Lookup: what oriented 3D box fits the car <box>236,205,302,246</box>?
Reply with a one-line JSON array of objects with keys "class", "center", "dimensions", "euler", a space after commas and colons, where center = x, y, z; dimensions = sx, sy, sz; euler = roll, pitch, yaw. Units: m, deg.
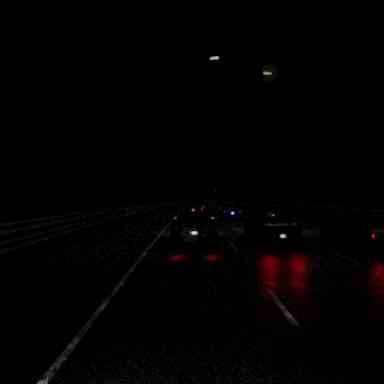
[{"class": "car", "center": [3.591, 1.546, 15.515], "dimensions": [2.128, 1.511, 4.902], "euler": [0, -1, 0]}]

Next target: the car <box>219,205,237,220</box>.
[{"class": "car", "center": [3.589, 1.910, 31.449], "dimensions": [1.994, 1.385, 4.181], "euler": [0, -1, 0]}]

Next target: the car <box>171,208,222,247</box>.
[{"class": "car", "center": [0.090, 1.615, 15.140], "dimensions": [1.994, 1.385, 4.181], "euler": [0, -1, 0]}]

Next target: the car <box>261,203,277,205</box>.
[{"class": "car", "center": [7.089, 1.840, 31.047], "dimensions": [1.837, 1.490, 4.892], "euler": [0, -1, 0]}]

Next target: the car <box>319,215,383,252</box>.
[{"class": "car", "center": [7.090, 1.641, 14.113], "dimensions": [1.895, 1.301, 4.718], "euler": [0, -1, 0]}]

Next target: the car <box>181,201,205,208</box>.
[{"class": "car", "center": [0.088, 1.680, 30.688], "dimensions": [2.097, 1.767, 4.553], "euler": [0, -1, 0]}]
